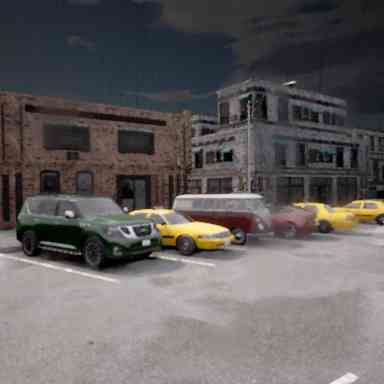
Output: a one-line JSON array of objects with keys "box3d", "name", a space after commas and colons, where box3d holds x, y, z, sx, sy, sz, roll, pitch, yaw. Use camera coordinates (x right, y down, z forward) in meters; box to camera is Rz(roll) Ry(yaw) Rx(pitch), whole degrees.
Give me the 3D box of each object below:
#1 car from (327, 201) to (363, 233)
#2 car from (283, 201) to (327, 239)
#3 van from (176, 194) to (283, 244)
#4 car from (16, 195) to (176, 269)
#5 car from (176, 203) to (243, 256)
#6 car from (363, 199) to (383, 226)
[{"box3d": [5.883, 1.269, 17.836, 5.366, 1.575, 1.946, -1, 0, 35], "name": "car"}, {"box3d": [3.604, 1.324, 16.065, 4.792, 1.488, 2.163, -1, 0, 35], "name": "car"}, {"box3d": [1.322, 1.092, 14.305, 4.442, 1.987, 1.878, -1, 0, 35], "name": "van"}, {"box3d": [-3.563, 1.117, 10.984, 5.566, 2.045, 2.435, -1, 0, 35], "name": "car"}, {"box3d": [-1.028, 1.338, 12.580, 5.366, 1.575, 1.946, -1, 0, 35], "name": "car"}, {"box3d": [10.693, 1.221, 21.186, 5.366, 1.575, 1.946, -1, 0, 35], "name": "car"}]
